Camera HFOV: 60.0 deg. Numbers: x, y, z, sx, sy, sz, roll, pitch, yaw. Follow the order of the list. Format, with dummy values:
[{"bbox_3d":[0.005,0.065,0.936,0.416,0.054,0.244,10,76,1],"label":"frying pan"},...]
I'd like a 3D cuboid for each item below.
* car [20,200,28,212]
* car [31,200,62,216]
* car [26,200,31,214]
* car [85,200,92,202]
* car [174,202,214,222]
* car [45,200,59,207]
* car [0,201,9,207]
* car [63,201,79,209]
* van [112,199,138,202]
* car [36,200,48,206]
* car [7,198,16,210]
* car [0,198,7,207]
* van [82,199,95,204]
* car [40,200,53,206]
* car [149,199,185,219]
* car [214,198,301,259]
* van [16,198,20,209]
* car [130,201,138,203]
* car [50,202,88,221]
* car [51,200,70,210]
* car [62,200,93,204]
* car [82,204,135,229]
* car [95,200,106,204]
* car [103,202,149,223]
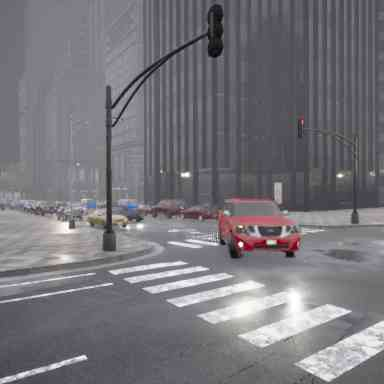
[{"bbox_3d":[-23.298,2.156,48.448,1.967,1.590,4.097,-1,0,-35],"label":"car"},{"bbox_3d":[-17.649,1.900,40.478,2.192,1.841,5.009,-1,0,-35],"label":"car"},{"bbox_3d":[-20.470,2.195,44.463,1.887,1.381,4.507,-1,0,-35],"label":"car"},{"bbox_3d":[-17.005,2.256,49.606,1.895,1.301,4.718,0,-1,-35],"label":"car"},{"bbox_3d":[0.624,1.828,29.460,1.887,1.381,4.507,-1,0,-35],"label":"car"},{"bbox_3d":[-31.650,2.594,74.968,1.947,1.339,4.313,-1,0,-35],"label":"car"},{"bbox_3d":[-44.320,2.770,78.096,1.802,1.307,4.206,-1,0,-35],"label":"car"},{"bbox_3d":[-22.623,2.406,62.238,1.802,1.307,4.206,-1,0,-35],"label":"car"},{"bbox_3d":[-8.195,1.832,41.919,1.690,1.788,3.998,-1,0,-35],"label":"van"},{"bbox_3d":[-37.670,2.709,83.456,2.008,1.369,4.403,-1,0,-35],"label":"car"},{"bbox_3d":[-31.880,2.353,60.550,1.967,1.590,4.097,-1,0,-35],"label":"car"},{"bbox_3d":[-41.210,2.666,73.710,1.887,1.381,4.507,-1,0,-35],"label":"car"},{"bbox_3d":[-17.008,2.037,54.378,1.690,1.788,3.998,-1,0,-35],"label":"van"},{"bbox_3d":[-34.660,2.660,79.213,1.947,1.339,4.313,-1,0,-35],"label":"car"},{"bbox_3d":[-2.319,1.668,33.613,2.192,1.841,5.009,-1,0,-35],"label":"car"},{"bbox_3d":[2.341,1.260,12.981,2.150,2.045,5.566,0,-1,-2],"label":"car"},{"bbox_3d":[-26.126,2.122,52.434,1.690,1.788,3.998,-1,0,-35],"label":"van"},{"bbox_3d":[-5.251,2.004,37.766,1.802,1.307,4.206,-1,0,-35],"label":"car"},{"bbox_3d":[-11.991,2.004,32.506,2.008,1.369,4.403,-1,0,-35],"label":"car"},{"bbox_3d":[-22.986,2.270,57.990,1.882,1.535,5.008,0,-1,-35],"label":"car"},{"bbox_3d":[-13.723,2.060,39.610,1.812,1.442,4.674,0,0,-33],"label":"car"},{"bbox_3d":[-6.240,1.843,24.397,1.752,1.417,4.829,-1,0,-35],"label":"car"},{"bbox_3d":[-11.133,1.875,46.072,2.192,1.841,5.009,-1,0,-35],"label":"car"},{"bbox_3d":[-6.115,1.902,28.843,2.033,1.411,5.357,0,-1,-35],"label":"car"}]
